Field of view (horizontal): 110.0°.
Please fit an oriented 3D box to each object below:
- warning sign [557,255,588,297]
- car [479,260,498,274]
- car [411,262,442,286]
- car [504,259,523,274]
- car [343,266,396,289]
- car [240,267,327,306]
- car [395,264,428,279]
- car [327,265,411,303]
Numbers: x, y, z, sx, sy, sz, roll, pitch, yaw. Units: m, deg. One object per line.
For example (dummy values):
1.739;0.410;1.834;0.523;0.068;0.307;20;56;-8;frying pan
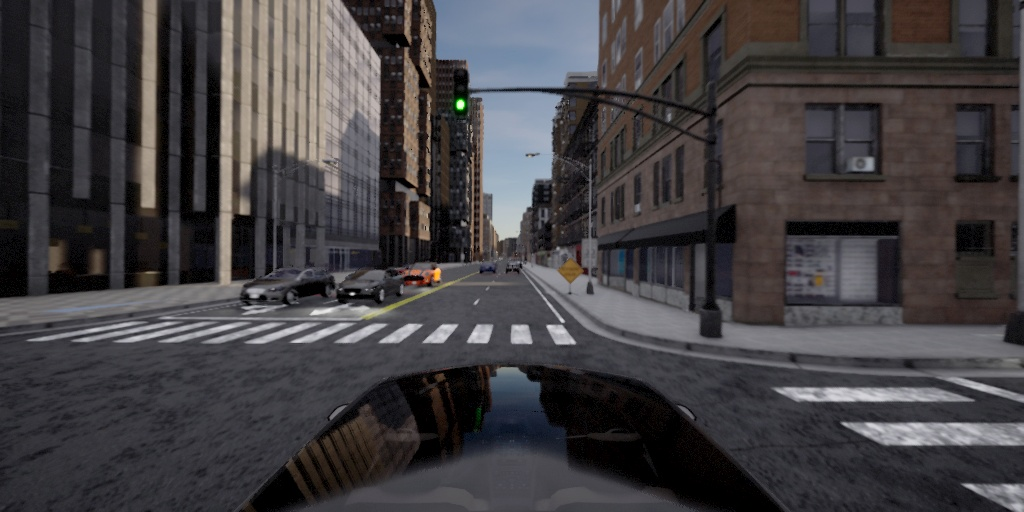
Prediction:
2.860;1.014;17.668;1.300;1.860;1.060;0;0;0;warning sign
-3.163;1.390;48.013;2.097;1.767;4.553;0;0;0;car
-6.579;1.231;26.414;2.097;1.767;4.553;0;0;0;car
0.081;1.563;47.270;1.837;1.490;4.892;0;0;0;car
-9.824;1.410;25.116;1.994;1.385;4.181;0;0;1;car
-9.848;1.284;16.204;2.128;1.511;4.902;0;0;1;car
-9.819;1.509;35.277;1.895;1.301;4.718;0;0;0;car
-6.587;1.328;17.211;1.837;1.490;4.892;0;0;0;car
